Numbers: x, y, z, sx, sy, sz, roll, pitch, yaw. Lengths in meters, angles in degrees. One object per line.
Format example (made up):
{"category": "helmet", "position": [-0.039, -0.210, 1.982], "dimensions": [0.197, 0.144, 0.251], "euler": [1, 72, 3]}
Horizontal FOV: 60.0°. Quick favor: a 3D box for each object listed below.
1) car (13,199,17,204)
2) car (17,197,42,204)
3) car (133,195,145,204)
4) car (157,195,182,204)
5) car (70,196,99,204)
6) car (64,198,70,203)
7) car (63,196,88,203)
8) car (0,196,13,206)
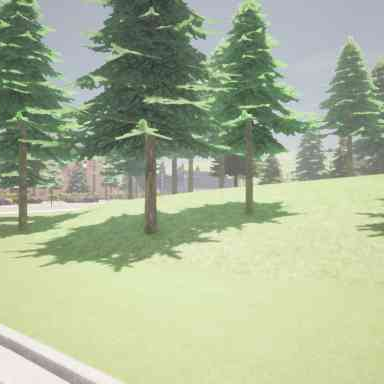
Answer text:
{"category": "car", "position": [-31.861, 1.477, 53.929], "dimensions": [1.882, 1.535, 5.008], "euler": [0, 0, 35]}
{"category": "car", "position": [-30.545, 1.601, 61.762], "dimensions": [1.895, 1.301, 4.718], "euler": [0, 0, 35]}
{"category": "car", "position": [-9.622, 1.352, 65.419], "dimensions": [2.097, 1.767, 4.553], "euler": [0, 0, 35]}
{"category": "car", "position": [-4.774, 1.352, 66.151], "dimensions": [2.097, 1.767, 4.553], "euler": [0, 0, 36]}
{"category": "car", "position": [-20.333, 1.492, 64.157], "dimensions": [2.128, 1.511, 4.902], "euler": [0, 0, 36]}
{"category": "car", "position": [-23.109, 1.595, 66.229], "dimensions": [1.895, 1.301, 4.718], "euler": [0, 0, 35]}
{"category": "car", "position": [-24.524, 1.595, 70.301], "dimensions": [1.895, 1.301, 4.718], "euler": [0, 0, 35]}
{"category": "car", "position": [-30.228, 1.525, 50.169], "dimensions": [1.812, 1.442, 4.674], "euler": [0, 0, 35]}
